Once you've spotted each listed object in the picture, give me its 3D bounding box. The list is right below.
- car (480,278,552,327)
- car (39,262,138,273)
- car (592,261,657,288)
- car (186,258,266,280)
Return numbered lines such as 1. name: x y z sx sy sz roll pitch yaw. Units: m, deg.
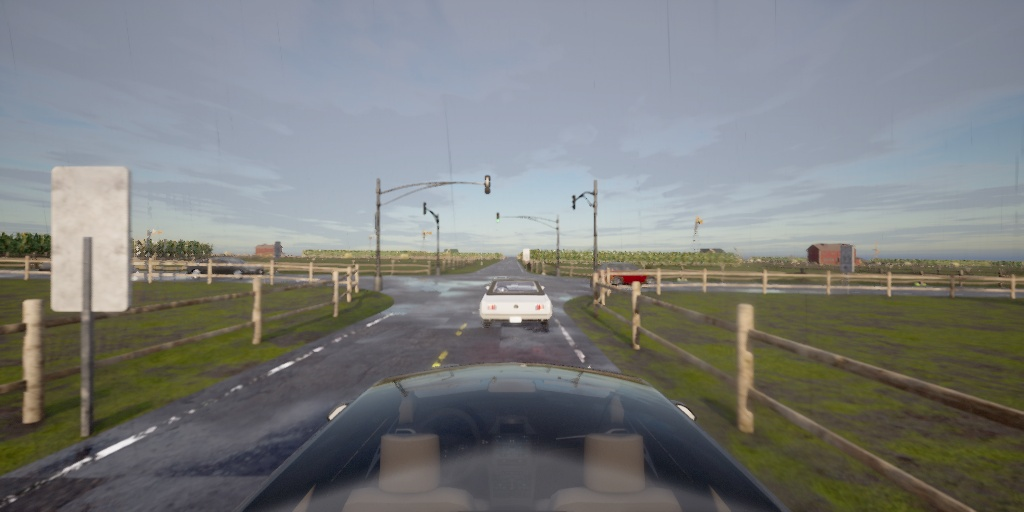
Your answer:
1. car: 0.102 1.346 11.444 1.895 1.301 4.718 0 0 0
2. car: -30.300 0.745 25.724 5.357 1.411 2.033 1 0 0
3. car: 7.798 1.256 24.757 4.553 1.767 2.097 1 0 -27
4. car: -20.412 0.882 25.715 4.892 1.490 1.837 1 0 0
